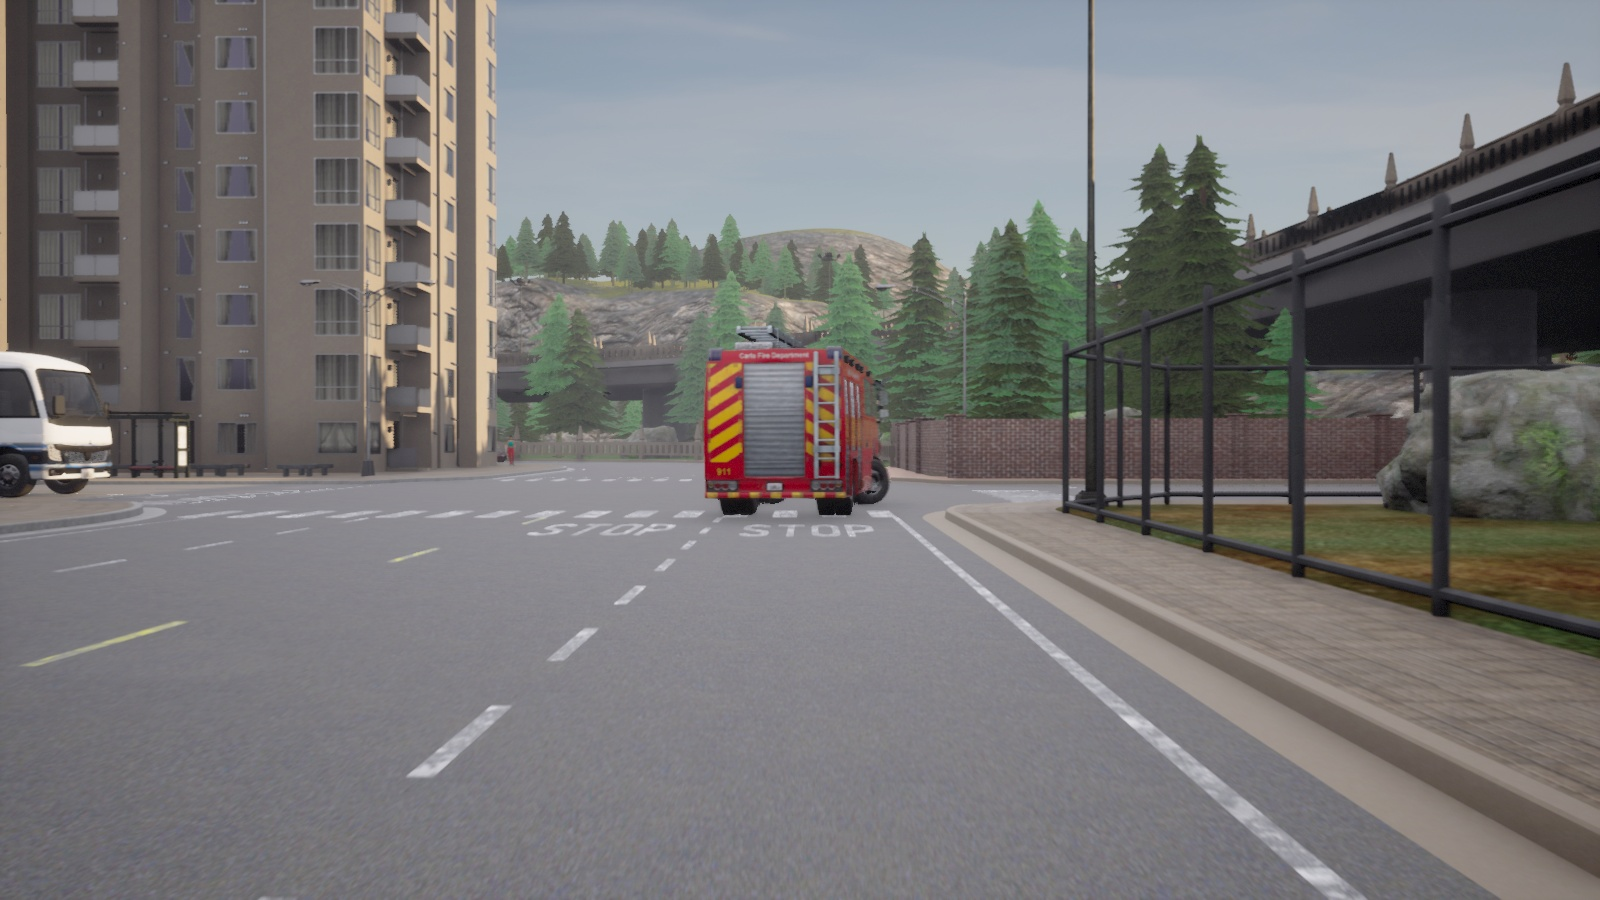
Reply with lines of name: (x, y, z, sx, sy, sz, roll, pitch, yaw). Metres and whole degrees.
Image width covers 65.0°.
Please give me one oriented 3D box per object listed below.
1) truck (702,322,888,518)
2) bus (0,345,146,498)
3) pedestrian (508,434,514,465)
truck: (0.176, -0.560, 28.875, 2.891, 3.827, 8.468, 0, 0, 9)
bus: (-25.378, -0.803, 36.907, 10.273, 4.253, 3.944, 0, 0, 0)
pedestrian: (-17.080, -0.031, 74.120, 0.345, 1.836, 0.594, 0, 0, -13)
